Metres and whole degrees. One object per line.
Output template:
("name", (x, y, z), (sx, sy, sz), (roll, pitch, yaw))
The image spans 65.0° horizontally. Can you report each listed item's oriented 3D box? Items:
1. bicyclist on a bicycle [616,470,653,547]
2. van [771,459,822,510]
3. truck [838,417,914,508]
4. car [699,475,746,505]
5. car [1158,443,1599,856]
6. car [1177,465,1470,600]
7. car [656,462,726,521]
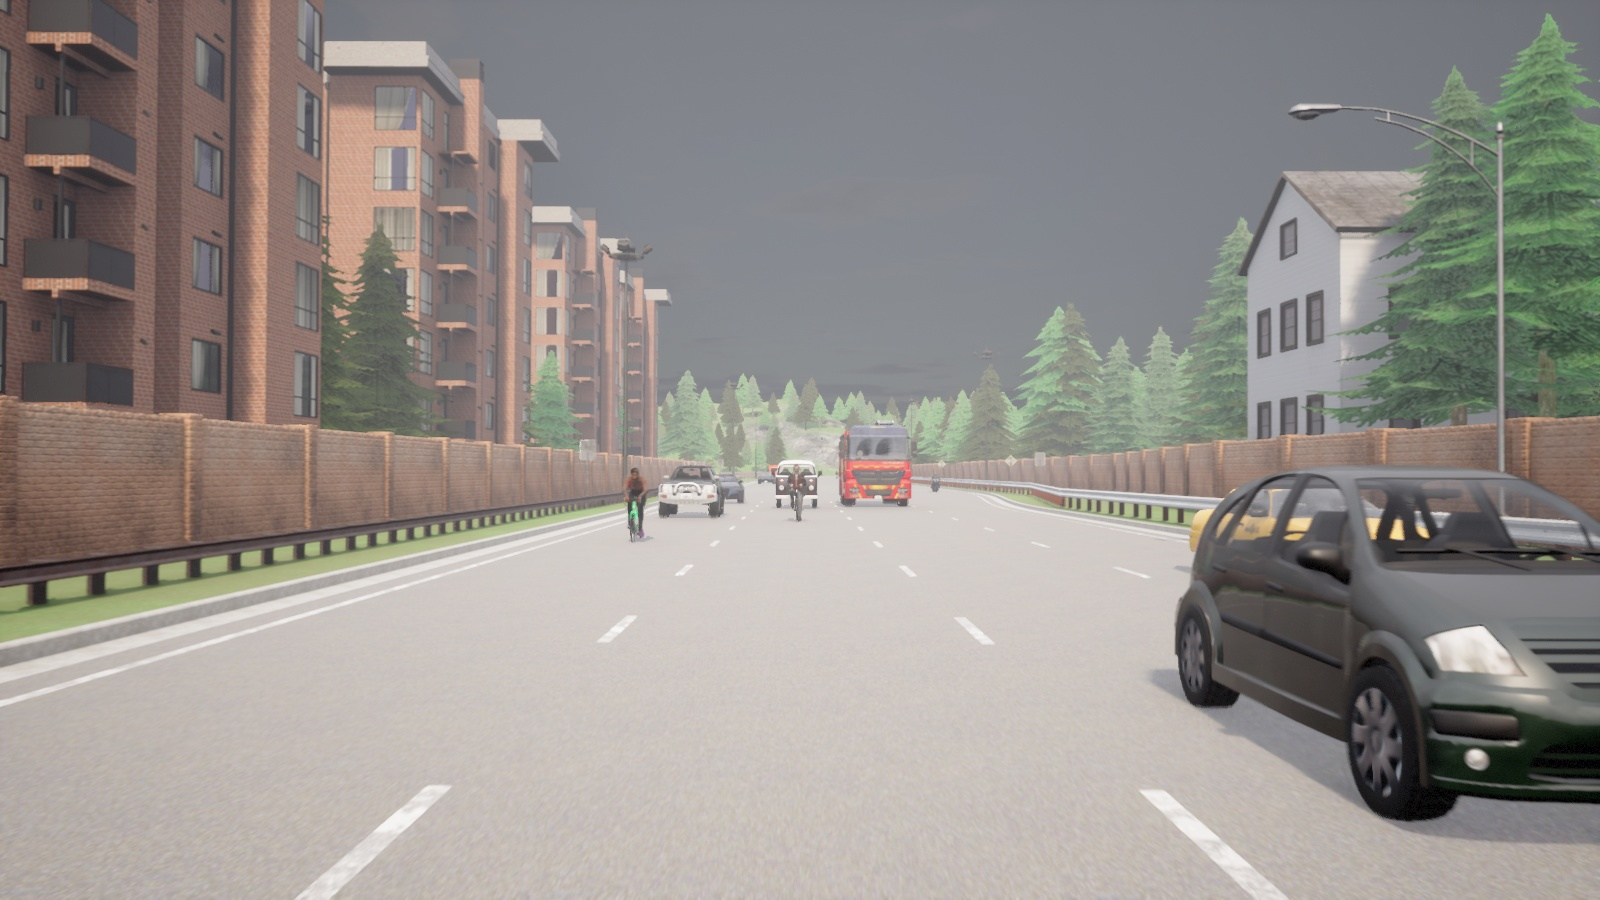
("bicyclist on a bicycle", (-3.568, 1.237, 27.212), (0.582, 1.620, 1.656), (0, -1, 0))
("van", (-0.133, 1.426, 53.032), (2.069, 2.038, 4.480), (0, -1, 0))
("truck", (3.352, 0.597, 57.403), (2.891, 3.827, 8.468), (0, -1, 0))
("car", (-3.649, 1.898, 59.994), (1.994, 1.385, 4.181), (0, -1, 0))
("car", (3.481, 0.815, 6.934), (1.851, 1.617, 3.988), (0, -1, 0))
("car", (6.956, 1.017, 17.433), (1.801, 1.575, 5.366), (0, -1, 0))
("car", (-3.606, 1.353, 42.249), (1.932, 1.855, 4.605), (0, -1, 0))
